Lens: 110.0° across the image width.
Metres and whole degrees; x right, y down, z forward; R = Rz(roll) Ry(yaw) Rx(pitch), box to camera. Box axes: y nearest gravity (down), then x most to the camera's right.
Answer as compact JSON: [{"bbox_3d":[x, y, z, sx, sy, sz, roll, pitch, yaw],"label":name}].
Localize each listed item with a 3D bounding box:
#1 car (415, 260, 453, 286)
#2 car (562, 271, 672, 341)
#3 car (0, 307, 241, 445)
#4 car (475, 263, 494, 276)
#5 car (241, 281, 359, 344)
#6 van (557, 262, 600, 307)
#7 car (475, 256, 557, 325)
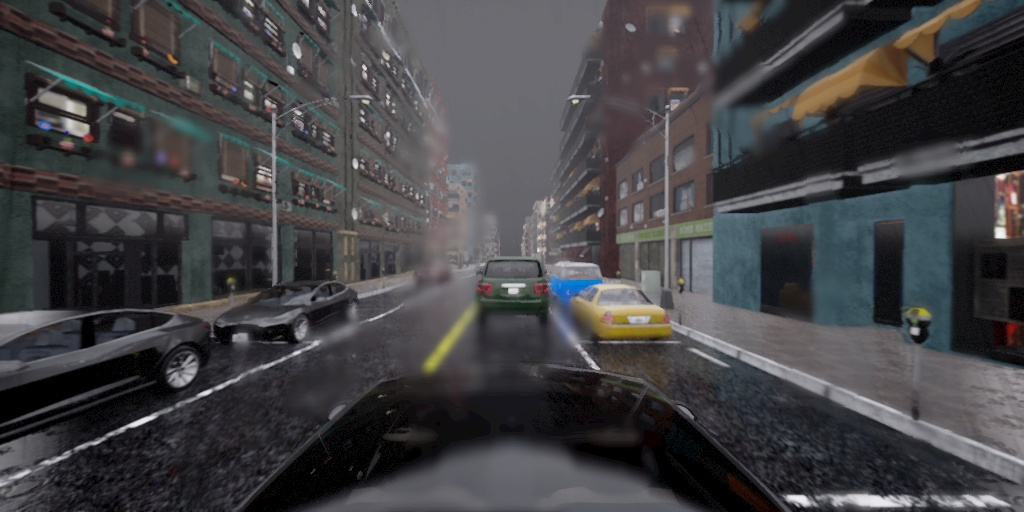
[{"bbox_3d":[-5.695,1.211,26.764,2.192,1.841,5.009,0,0,0],"label":"car"},{"bbox_3d":[2.688,1.321,9.877,1.751,1.417,4.829,0,0,0],"label":"car"},{"bbox_3d":[-5.691,1.329,4.026,1.948,1.339,4.313,0,0,0],"label":"car"},{"bbox_3d":[-3.103,1.511,41.425,1.812,1.442,4.674,0,-1,0],"label":"car"},{"bbox_3d":[-5.692,1.361,9.710,1.948,1.339,4.313,0,0,0],"label":"car"},{"bbox_3d":[2.688,1.169,15.392,1.690,1.789,3.998,0,0,0],"label":"van"},{"bbox_3d":[0.059,1.033,12.235,2.150,2.045,5.566,0,0,0],"label":"car"}]
